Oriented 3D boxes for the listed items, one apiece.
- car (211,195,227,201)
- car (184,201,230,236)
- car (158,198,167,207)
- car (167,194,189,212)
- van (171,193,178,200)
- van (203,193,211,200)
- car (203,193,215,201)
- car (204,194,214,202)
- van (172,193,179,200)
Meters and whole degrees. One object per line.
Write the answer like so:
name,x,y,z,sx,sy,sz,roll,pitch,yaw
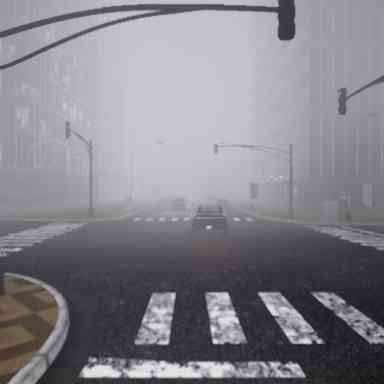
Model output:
car,3.871,1.477,43.384,1.947,1.339,4.313,0,0,0
car,1.005,1.472,18.426,2.128,1.511,4.902,0,0,4
car,-4.089,1.478,48.867,1.802,1.307,4.206,0,0,0
car,-1.561,1.403,38.595,1.882,1.535,5.008,0,1,0
van,-4.272,1.129,82.032,1.690,1.788,3.998,0,0,0
van,3.608,1.128,82.075,1.690,1.788,3.998,0,0,0
car,3.700,1.159,65.492,2.192,1.841,5.009,0,0,0
car,3.669,1.265,71.021,1.967,1.590,4.097,0,0,0
van,-4.303,1.110,87.559,1.690,1.788,3.998,0,0,0
